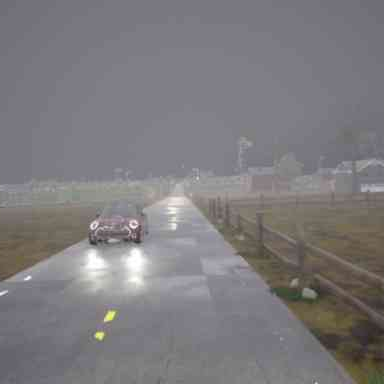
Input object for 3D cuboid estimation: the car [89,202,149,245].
[{"bbox_3d":[-3.182,1.291,15.207,2.097,1.767,4.553,-1,0,-2],"label":"car"}]
